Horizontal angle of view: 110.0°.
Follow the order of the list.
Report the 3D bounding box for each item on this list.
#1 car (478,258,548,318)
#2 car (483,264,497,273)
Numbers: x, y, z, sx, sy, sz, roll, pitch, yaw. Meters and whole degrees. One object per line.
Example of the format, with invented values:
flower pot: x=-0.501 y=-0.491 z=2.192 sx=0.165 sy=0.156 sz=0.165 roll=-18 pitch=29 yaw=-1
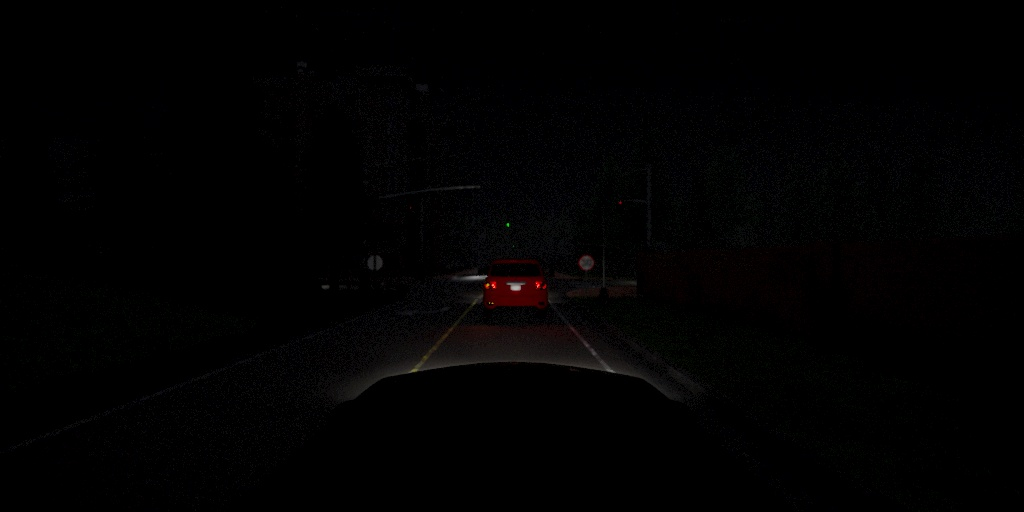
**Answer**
car: x=0.088 y=1.119 z=13.773 sx=2.150 sy=2.045 sz=5.566 roll=0 pitch=-1 yaw=-1
car: x=-3.562 y=2.002 z=58.922 sx=2.033 sy=1.411 sz=5.357 roll=0 pitch=-1 yaw=0
